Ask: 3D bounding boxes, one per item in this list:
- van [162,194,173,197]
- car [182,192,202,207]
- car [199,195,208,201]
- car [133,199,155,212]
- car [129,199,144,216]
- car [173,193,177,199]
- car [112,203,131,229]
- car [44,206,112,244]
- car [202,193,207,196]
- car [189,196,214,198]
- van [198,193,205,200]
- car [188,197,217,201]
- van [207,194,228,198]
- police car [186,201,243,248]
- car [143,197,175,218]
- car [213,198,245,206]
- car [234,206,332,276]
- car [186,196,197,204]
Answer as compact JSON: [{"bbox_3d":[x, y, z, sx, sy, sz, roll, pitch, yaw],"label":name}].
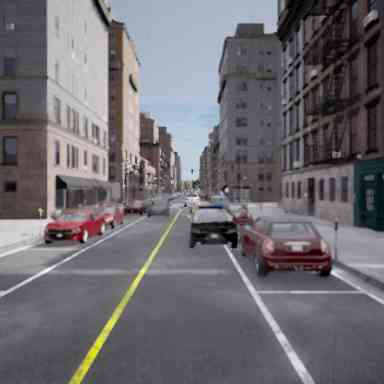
[{"bbox_3d":[-5.427,1.212,69.772,1.690,1.788,3.998,0,0,0],"label":"van"},{"bbox_3d":[-0.018,1.131,48.770,2.150,2.045,5.566,0,0,0],"label":"car"},{"bbox_3d":[2.677,1.400,80.588,2.008,1.369,4.403,0,0,0],"label":"car"},{"bbox_3d":[-5.398,1.500,37.809,1.947,1.339,4.313,0,0,0],"label":"car"},{"bbox_3d":[-5.397,1.489,32.298,1.887,1.381,4.507,0,0,0],"label":"car"},{"bbox_3d":[-5.427,1.415,80.585,1.947,1.339,4.313,0,0,0],"label":"car"},{"bbox_3d":[-5.394,1.546,21.276,1.802,1.307,4.206,0,0,0],"label":"car"},{"bbox_3d":[-5.393,1.518,15.764,1.887,1.381,4.507,0,0,0],"label":"car"},{"bbox_3d":[2.627,1.249,37.811,2.192,1.841,5.009,0,0,0],"label":"car"},{"bbox_3d":[0.816,1.402,30.816,1.801,1.575,5.366,0,0,0],"label":"car"},{"bbox_3d":[2.664,1.168,91.400,1.690,1.788,3.998,0,0,0],"label":"van"},{"bbox_3d":[0.818,1.414,24.816,1.801,1.575,5.366,0,0,0],"label":"car"},{"bbox_3d":[2.628,1.285,32.299,1.690,1.788,3.998,0,0,0],"label":"van"},{"bbox_3d":[0.821,1.401,14.735,1.930,1.638,5.238,0,0,0],"label":"police car"},{"bbox_3d":[-2.845,1.454,29.583,1.837,1.490,4.892,0,0,0],"label":"car"},{"bbox_3d":[2.631,1.404,21.278,1.967,1.590,4.097,0,0,0],"label":"car"},{"bbox_3d":[2.634,1.423,10.256,1.967,1.590,4.097,0,0,0],"label":"car"},{"bbox_3d":[-0.017,1.431,63.476,2.033,1.411,5.357,0,0,0],"label":"car"}]
